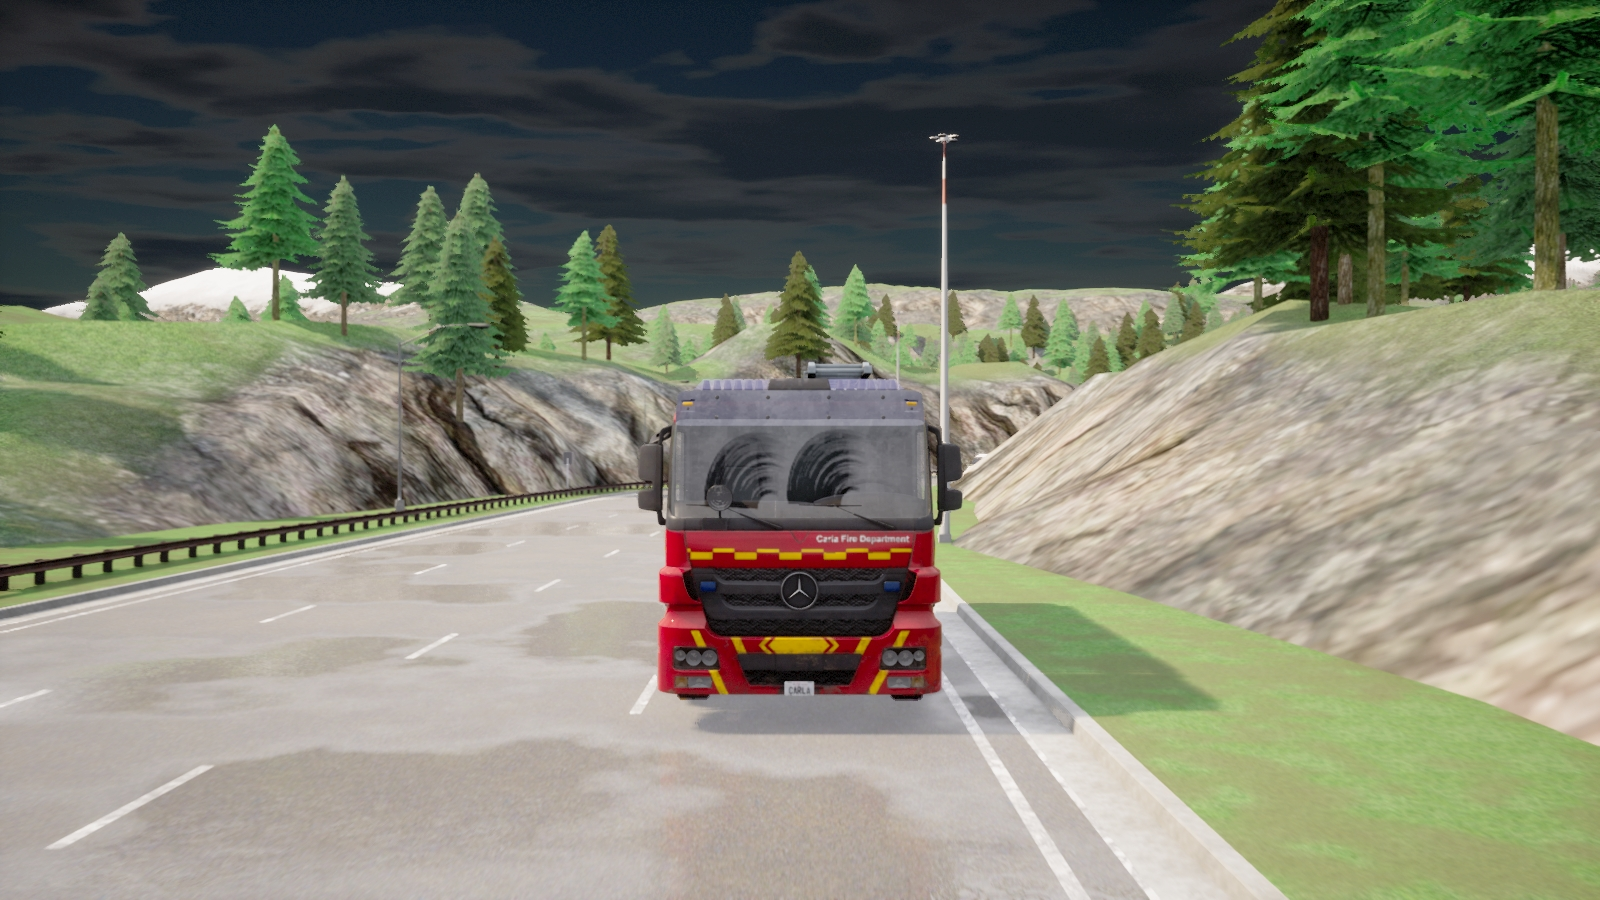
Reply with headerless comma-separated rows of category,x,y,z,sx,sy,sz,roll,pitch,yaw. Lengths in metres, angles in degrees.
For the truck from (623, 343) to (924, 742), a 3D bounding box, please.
truck,-0.239,0.891,15.204,2.891,3.827,8.468,0,0,0
